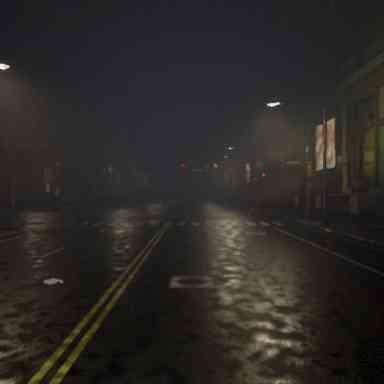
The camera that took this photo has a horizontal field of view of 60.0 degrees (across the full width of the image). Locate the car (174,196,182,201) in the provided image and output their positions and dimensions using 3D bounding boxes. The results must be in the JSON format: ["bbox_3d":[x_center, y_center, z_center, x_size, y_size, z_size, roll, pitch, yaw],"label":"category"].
[{"bbox_3d":[-3.582,1.682,86.368,1.812,1.442,4.674,0,0,0],"label":"car"}]

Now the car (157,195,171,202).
[{"bbox_3d":[-7.037,1.679,84.736,1.812,1.442,4.674,0,0,0],"label":"car"}]
